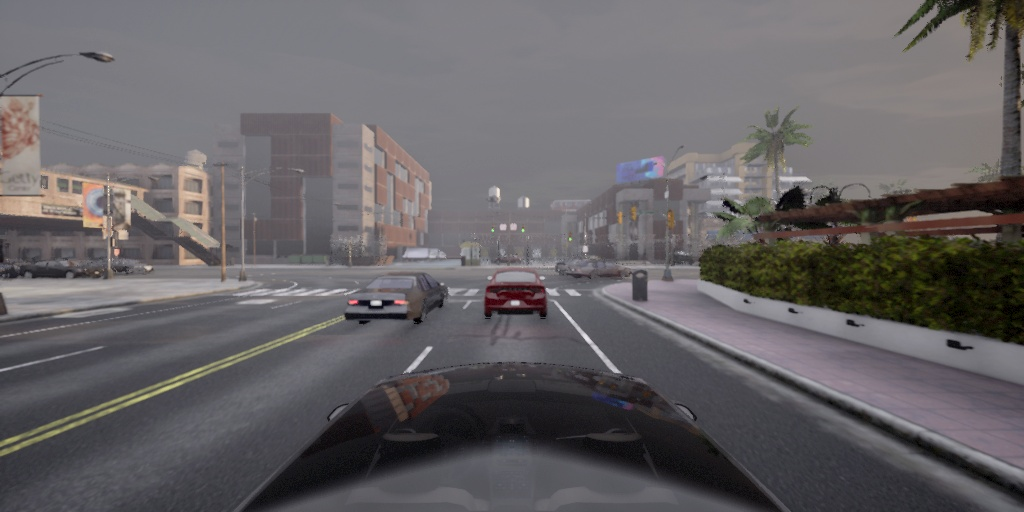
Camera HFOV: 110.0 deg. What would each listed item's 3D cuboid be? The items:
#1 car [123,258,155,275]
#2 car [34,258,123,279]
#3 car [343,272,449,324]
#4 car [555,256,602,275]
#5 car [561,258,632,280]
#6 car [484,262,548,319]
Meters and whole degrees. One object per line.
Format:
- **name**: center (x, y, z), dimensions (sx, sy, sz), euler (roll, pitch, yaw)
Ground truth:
- **car**: center (-36.301, 0.966, 33.465), dimensions (4.902, 1.511, 2.128), euler (0, 1, 1)
- **car**: center (-36.118, 1.011, 29.960), dimensions (4.892, 1.490, 1.837), euler (0, 1, 1)
- **car**: center (-3.392, 1.208, 11.530), dimensions (2.033, 1.411, 5.357), euler (0, 1, 1)
- **car**: center (6.027, 0.968, 31.116), dimensions (4.902, 1.511, 2.128), euler (0, 0, -29)
- **car**: center (6.703, 1.059, 27.286), dimensions (5.357, 1.411, 2.033), euler (0, 0, -27)
- **car**: center (0.145, 1.129, 12.390), dimensions (1.882, 1.535, 5.008), euler (0, 0, 1)
